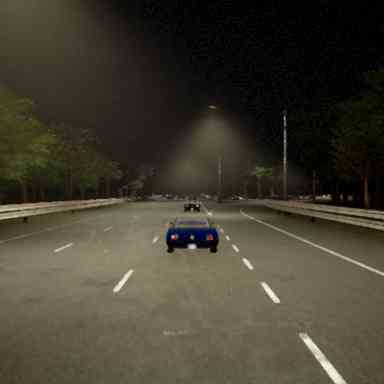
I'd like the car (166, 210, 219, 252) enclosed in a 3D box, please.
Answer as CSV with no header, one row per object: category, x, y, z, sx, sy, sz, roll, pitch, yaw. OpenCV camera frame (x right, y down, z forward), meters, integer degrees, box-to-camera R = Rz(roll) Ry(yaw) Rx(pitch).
car,0.013,1.624,13.881,1.895,1.301,4.718,0,0,0

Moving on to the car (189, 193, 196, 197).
car,0.057,1.469,70.025,2.097,1.767,4.553,0,0,0

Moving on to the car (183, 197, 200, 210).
car,0.032,1.667,40.870,1.895,1.301,4.718,0,0,0
